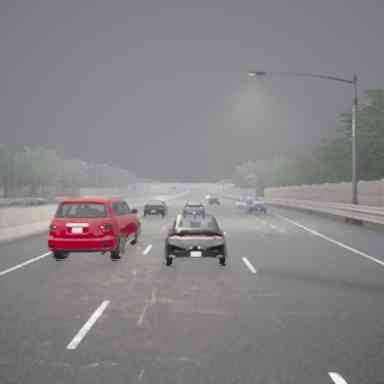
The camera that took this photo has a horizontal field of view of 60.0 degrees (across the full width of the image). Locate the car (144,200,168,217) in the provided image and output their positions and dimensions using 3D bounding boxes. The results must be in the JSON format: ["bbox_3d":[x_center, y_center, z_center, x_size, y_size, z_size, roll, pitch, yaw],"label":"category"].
[{"bbox_3d":[-3.296,1.495,31.021,1.882,1.535,5.008,0,0,0],"label":"car"}]

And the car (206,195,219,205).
[{"bbox_3d":[3.874,1.596,59.960,1.837,1.490,4.892,0,0,1],"label":"car"}]

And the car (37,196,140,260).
[{"bbox_3d":[-3.381,1.222,12.502,2.150,2.045,5.566,0,0,0],"label":"car"}]

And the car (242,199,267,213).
[{"bbox_3d":[6.995,1.555,36.589,1.812,1.442,4.674,0,0,2],"label":"car"}]

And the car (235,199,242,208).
[{"bbox_3d":[7.242,1.656,47.204,1.895,1.301,4.718,0,0,1],"label":"car"}]

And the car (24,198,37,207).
[{"bbox_3d":[-24.268,1.659,51.828,1.895,1.301,4.718,0,0,1],"label":"car"}]

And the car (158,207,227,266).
[{"bbox_3d":[0.117,1.493,11.561,2.128,1.511,4.902,0,0,0],"label":"car"}]

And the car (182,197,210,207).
[{"bbox_3d":[0.194,1.507,29.460,2.128,1.511,4.902,0,0,0],"label":"car"}]

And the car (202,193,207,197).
[{"bbox_3d":[4.371,1.694,91.911,1.812,1.442,4.674,0,0,1],"label":"car"}]

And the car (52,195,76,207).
[{"bbox_3d":[-20.742,1.418,54.177,2.097,1.767,4.553,0,0,1],"label":"car"}]
